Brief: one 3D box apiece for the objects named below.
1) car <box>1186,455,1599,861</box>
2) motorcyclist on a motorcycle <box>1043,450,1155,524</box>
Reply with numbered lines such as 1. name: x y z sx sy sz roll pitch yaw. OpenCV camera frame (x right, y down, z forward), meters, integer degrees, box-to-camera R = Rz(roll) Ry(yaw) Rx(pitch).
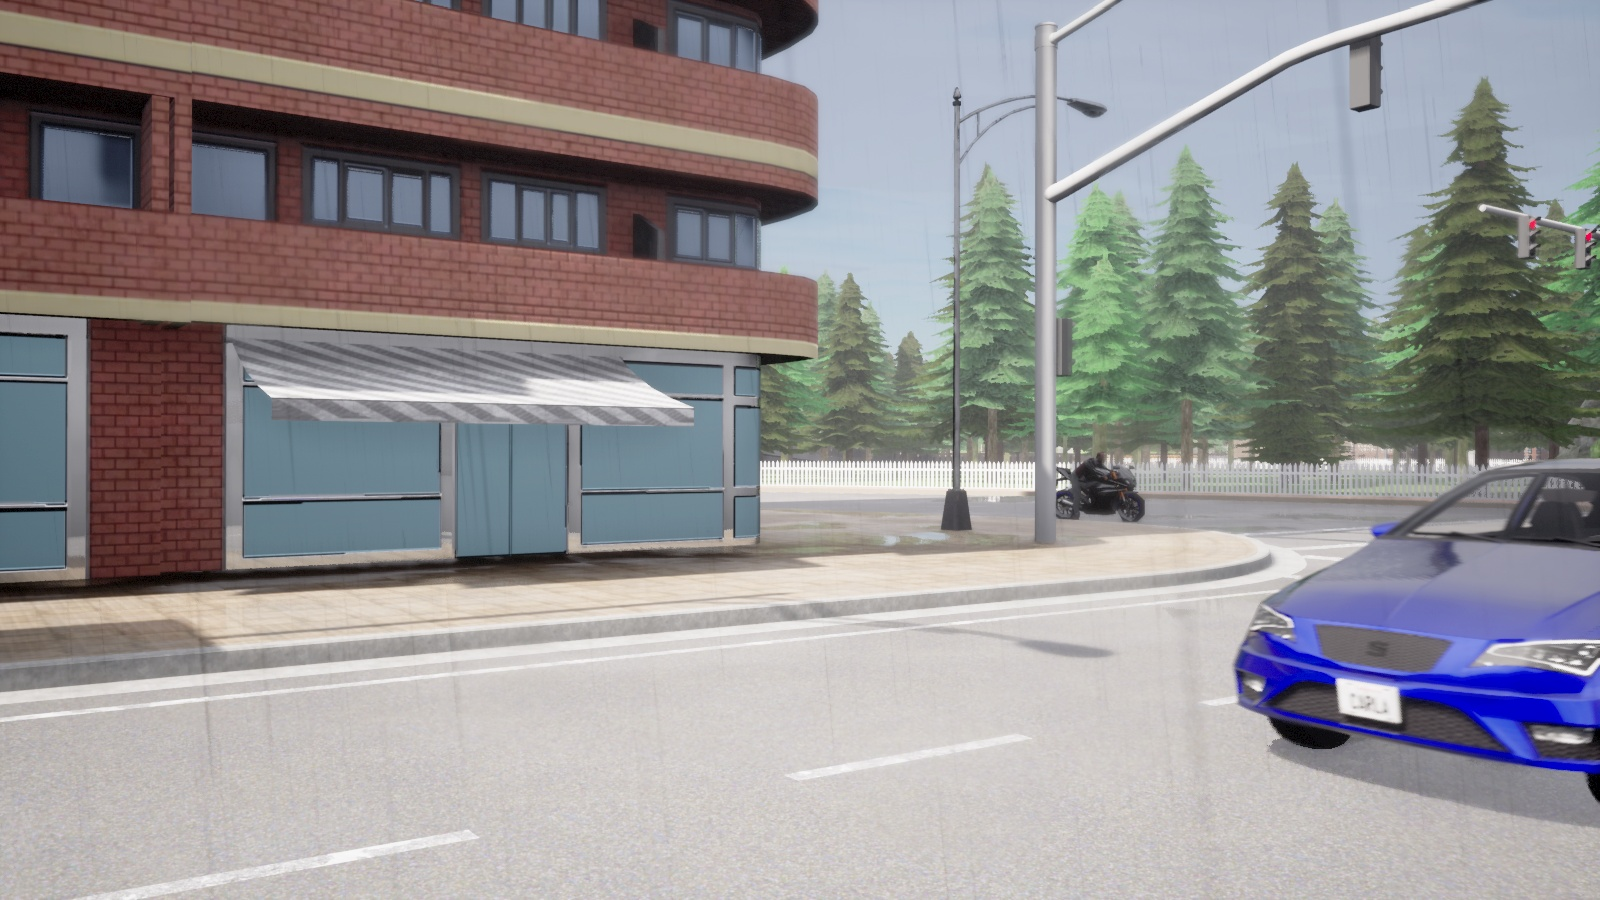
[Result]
1. car: 4.111 0.766 6.526 4.193 1.474 1.816 0 0 -35
2. motorcyclist on a motorcycle: 6.403 0.777 27.009 2.191 1.530 0.866 0 0 42
